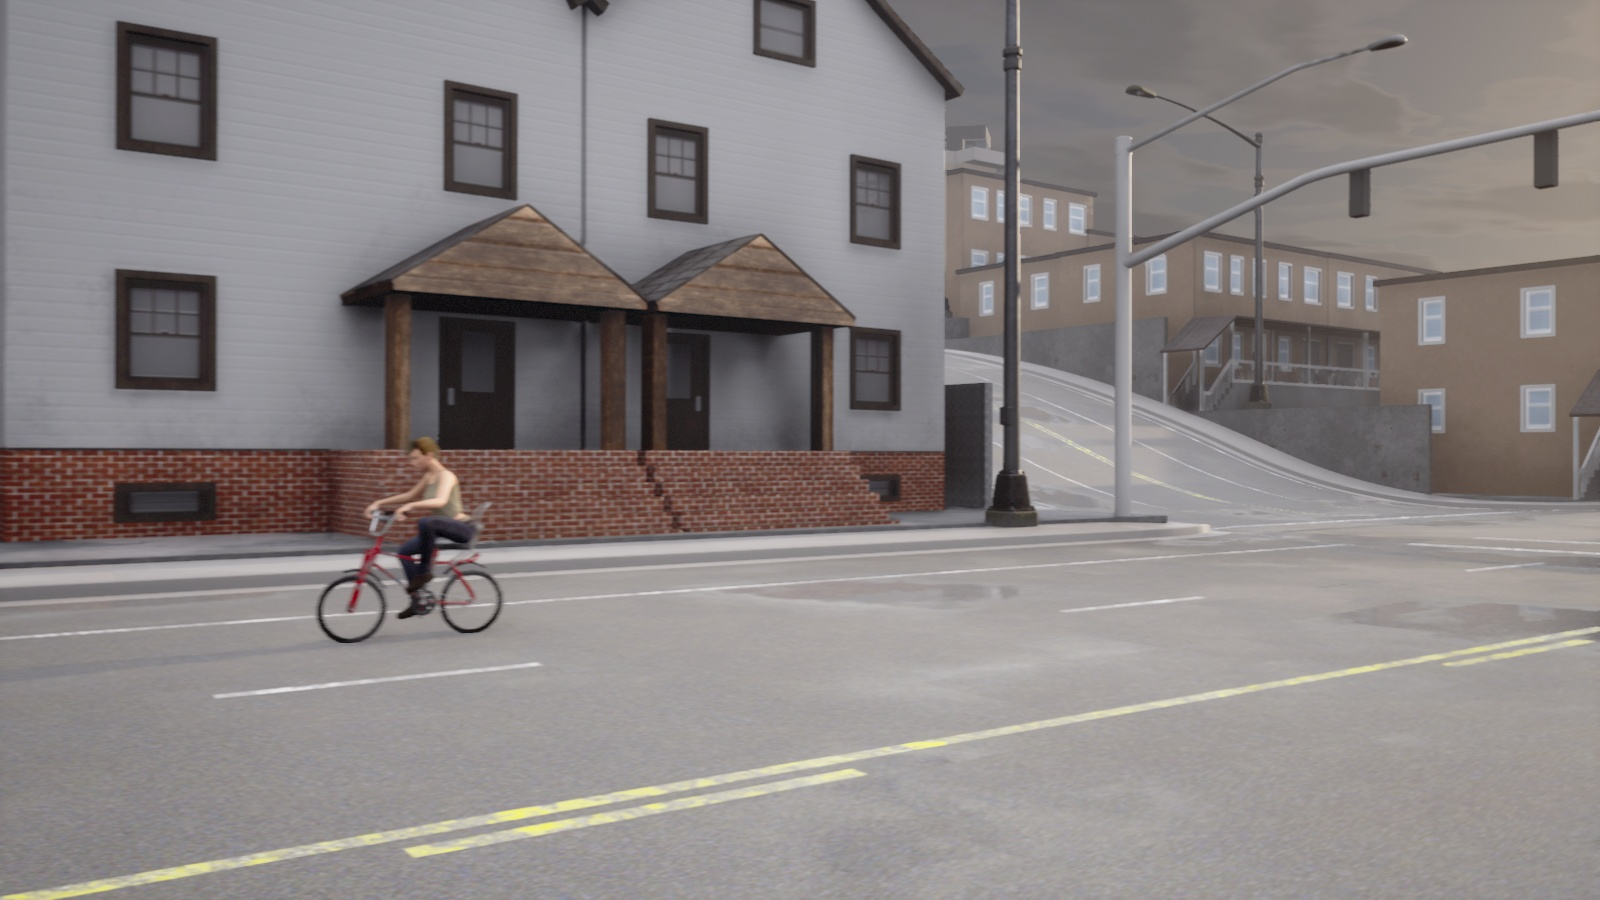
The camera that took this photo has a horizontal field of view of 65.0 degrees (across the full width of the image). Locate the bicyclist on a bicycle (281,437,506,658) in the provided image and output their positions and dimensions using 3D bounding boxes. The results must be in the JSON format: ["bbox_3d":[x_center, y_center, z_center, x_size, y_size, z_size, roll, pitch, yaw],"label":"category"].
[{"bbox_3d":[-3.209,0.712,9.936,1.509,1.612,0.866,0,0,-35],"label":"bicyclist on a bicycle"}]
